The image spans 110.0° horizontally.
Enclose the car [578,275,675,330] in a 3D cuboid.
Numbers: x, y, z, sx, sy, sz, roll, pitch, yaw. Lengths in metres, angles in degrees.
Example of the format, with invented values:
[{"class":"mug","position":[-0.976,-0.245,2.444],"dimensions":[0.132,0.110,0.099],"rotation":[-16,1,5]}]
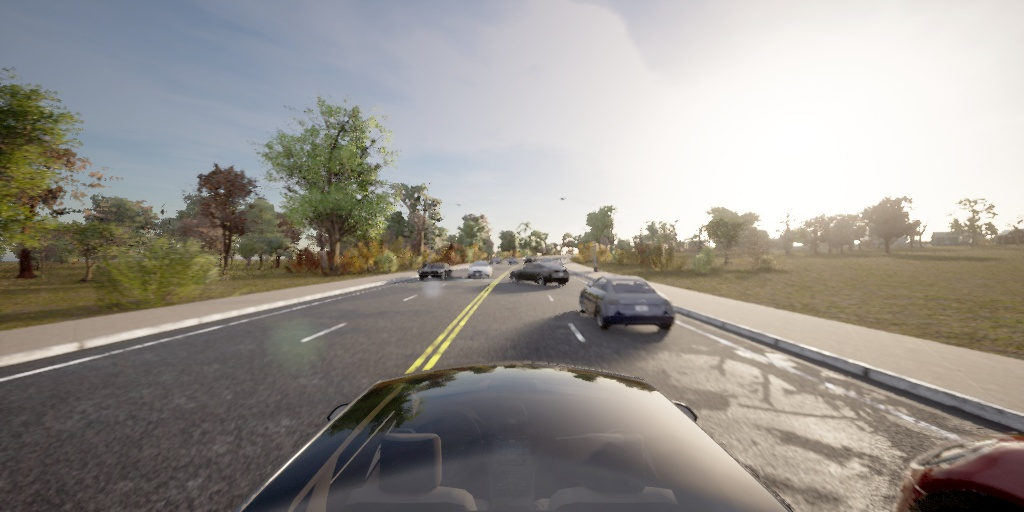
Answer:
[{"class":"car","position":[3.311,1.287,11.079],"dimensions":[1.994,1.385,4.181],"rotation":[0,0,1]}]

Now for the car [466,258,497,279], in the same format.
[{"class":"car","position":[-2.685,1.162,31.193],"dimensions":[1.812,1.442,4.674],"rotation":[0,0,3]}]

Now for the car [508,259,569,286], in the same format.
[{"class":"car","position":[1.807,1.173,24.516],"dimensions":[2.163,1.488,4.792],"rotation":[0,0,-34]}]

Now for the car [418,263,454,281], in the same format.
[{"class":"car","position":[-6.043,1.244,28.861],"dimensions":[1.895,1.301,4.718],"rotation":[0,0,2]}]

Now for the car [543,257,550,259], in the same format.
[{"class":"car","position":[3.958,1.126,32.922],"dimensions":[2.128,1.511,4.902],"rotation":[0,0,3]}]

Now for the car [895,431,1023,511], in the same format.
[{"class":"car","position":[3.242,1.112,0.124],"dimensions":[2.097,1.767,4.553],"rotation":[0,0,0]}]
